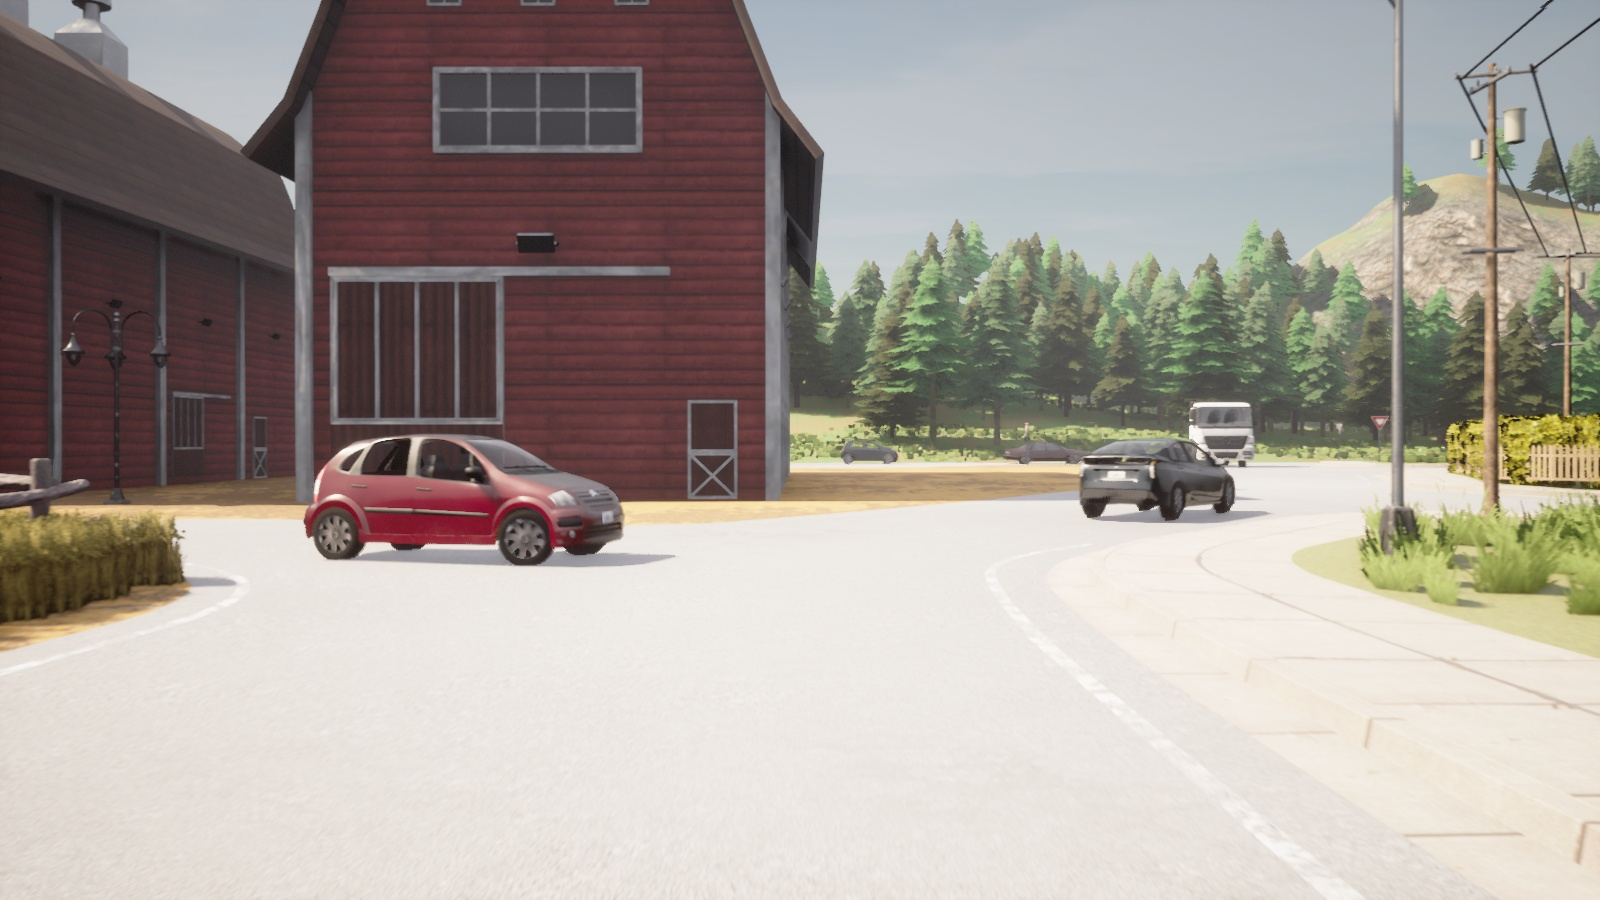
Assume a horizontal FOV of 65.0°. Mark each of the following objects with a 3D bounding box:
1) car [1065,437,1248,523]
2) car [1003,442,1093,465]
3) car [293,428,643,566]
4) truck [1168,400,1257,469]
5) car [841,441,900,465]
[{"bbox_3d":[7.105,0.504,24.707,2.007,1.525,4.514,0,1,36],"label":"car"},{"bbox_3d":[15.546,0.221,78.984,5.357,1.411,2.033,0,0,4],"label":"car"},{"bbox_3d":[-4.232,0.543,16.167,3.988,1.617,1.851,0,0,17],"label":"car"},{"bbox_3d":[21.901,-0.812,67.125,2.891,3.462,7.936,0,1,6],"label":"truck"},{"bbox_3d":[4.445,0.178,79.226,3.633,1.501,1.845,0,0,1],"label":"car"}]
